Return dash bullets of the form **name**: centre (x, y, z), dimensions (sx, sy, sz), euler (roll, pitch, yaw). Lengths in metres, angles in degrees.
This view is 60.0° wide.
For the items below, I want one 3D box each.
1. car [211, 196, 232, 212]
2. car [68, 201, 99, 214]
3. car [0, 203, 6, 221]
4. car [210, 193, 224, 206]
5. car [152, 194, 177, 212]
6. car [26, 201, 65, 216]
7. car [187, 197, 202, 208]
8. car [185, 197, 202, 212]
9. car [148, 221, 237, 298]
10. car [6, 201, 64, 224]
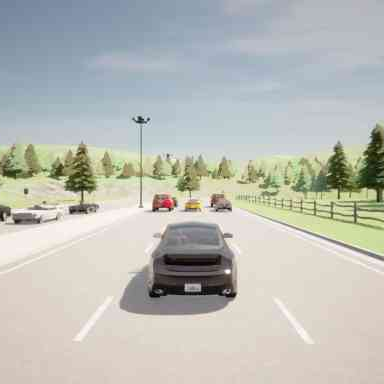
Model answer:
- **car**: centre (3.635, 1.547, 39.103), dimensions (2.033, 1.411, 5.357), euler (0, 0, 1)
- **car**: centre (-11.409, 1.601, 35.246), dimensions (1.895, 1.301, 4.718), euler (0, 0, 0)
- **car**: centre (-15.012, 1.491, 23.956), dimensions (2.128, 1.511, 4.902), euler (0, 0, 0)
- **car**: centre (3.883, 1.221, 49.727), dimensions (2.150, 2.045, 5.566), euler (0, 0, 2)
- **car**: centre (-3.365, 1.221, 39.154), dimensions (2.150, 2.045, 5.566), euler (0, 0, 1)
- **car**: centre (-14.912, 1.601, 34.099), dimensions (1.895, 1.301, 4.718), euler (0, 0, 0)
- **car**: centre (0.383, 1.491, 49.798), dimensions (2.128, 1.511, 4.902), euler (0, 0, 2)
- **car**: centre (0.139, 1.478, 39.528), dimensions (1.882, 1.535, 5.008), euler (0, 0, 1)
- **car**: centre (0.021, 1.504, 8.509), dimensions (1.837, 1.490, 4.892), euler (0, 0, 0)
- **car**: centre (-11.515, 1.601, 25.053), dimensions (1.895, 1.301, 4.718), euler (0, 0, 1)
